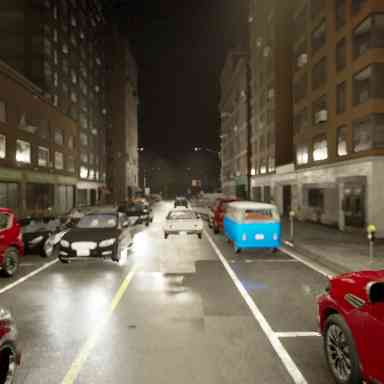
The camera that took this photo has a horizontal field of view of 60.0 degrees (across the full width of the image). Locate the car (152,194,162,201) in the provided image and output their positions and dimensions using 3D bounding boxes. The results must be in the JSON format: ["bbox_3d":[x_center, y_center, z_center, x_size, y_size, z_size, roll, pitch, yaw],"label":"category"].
[{"bbox_3d":[-8.259,1.380,78.934,1.967,1.590,4.097,0,0,-2],"label":"car"}]

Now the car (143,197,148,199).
[{"bbox_3d":[-6.856,1.532,40.433,1.887,1.381,4.507,0,0,-2],"label":"car"}]

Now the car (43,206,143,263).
[{"bbox_3d":[-3.256,1.496,12.117,2.128,1.511,4.902,0,0,-2],"label":"car"}]

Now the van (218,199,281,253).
[{"bbox_3d":[2.247,1.305,13.232,1.690,1.788,3.998,0,0,-2],"label":"van"}]

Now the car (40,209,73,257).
[{"bbox_3d":[-5.854,1.588,12.933,1.947,1.339,4.313,0,0,-2],"label":"car"}]

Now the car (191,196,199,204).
[{"bbox_3d":[0.379,1.428,62.901,1.752,1.417,4.829,0,0,-2],"label":"car"}]

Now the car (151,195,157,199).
[{"bbox_3d":[-7.457,1.549,56.934,1.802,1.307,4.206,0,0,-2],"label":"car"}]

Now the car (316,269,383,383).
[{"bbox_3d":[2.661,1.293,2.232,2.192,1.841,5.009,0,0,-2],"label":"car"}]

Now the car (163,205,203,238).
[{"bbox_3d":[-0.493,1.578,17.400,1.895,1.301,4.718,0,0,-2],"label":"car"}]

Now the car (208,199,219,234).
[{"bbox_3d":[2.040,1.273,18.732,2.192,1.841,5.009,0,0,-2],"label":"car"}]

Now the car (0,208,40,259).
[{"bbox_3d":[-5.655,1.344,7.432,2.192,1.841,5.009,0,0,-2],"label":"car"}]

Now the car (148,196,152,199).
[{"bbox_3d":[-7.056,1.531,45.933,2.008,1.369,4.403,0,0,-2],"label":"car"}]

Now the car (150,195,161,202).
[{"bbox_3d":[-8.059,1.386,73.434,1.967,1.590,4.097,0,0,-2],"label":"car"}]

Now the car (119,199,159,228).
[{"bbox_3d":[-3.622,1.483,22.314,2.128,1.511,4.902,0,0,-2],"label":"car"}]

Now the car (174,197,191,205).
[{"bbox_3d":[-1.570,1.430,46.500,2.128,1.511,4.902,0,0,-2],"label":"car"}]

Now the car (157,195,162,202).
[{"bbox_3d":[-7.858,1.393,67.934,1.967,1.590,4.097,0,0,-2],"label":"car"}]

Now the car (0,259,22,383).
[{"bbox_3d":[-2.889,1.581,2.104,1.994,1.385,4.181,0,0,-2],"label":"car"}]
